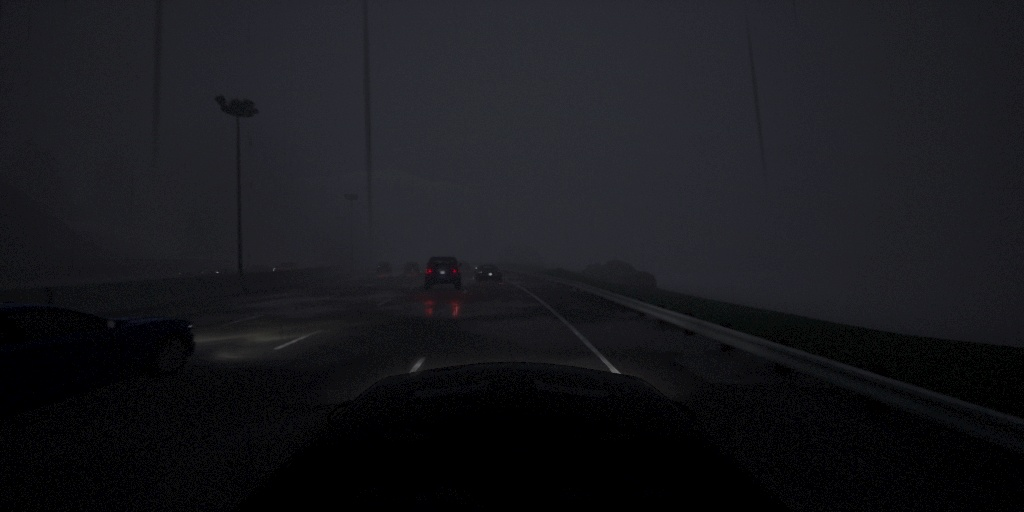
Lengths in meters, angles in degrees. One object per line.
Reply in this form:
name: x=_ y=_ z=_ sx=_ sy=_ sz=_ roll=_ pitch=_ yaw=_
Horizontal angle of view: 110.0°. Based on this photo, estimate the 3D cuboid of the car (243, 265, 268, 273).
car: x=-30.607 y=1.791 z=43.441 sx=2.033 sy=1.411 sz=5.357 roll=-1 pitch=0 yaw=-16

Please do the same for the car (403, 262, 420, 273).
car: x=-13.369 y=1.481 z=47.752 sx=1.837 sy=1.490 sz=4.892 roll=1 pitch=0 yaw=-18

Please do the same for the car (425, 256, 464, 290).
car: x=-4.462 y=1.049 z=23.508 sx=2.150 sy=2.045 sz=5.566 roll=0 pitch=0 yaw=-9

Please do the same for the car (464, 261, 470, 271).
car: x=-7.436 y=1.363 z=52.191 sx=1.882 sy=1.535 sz=5.008 roll=0 pitch=0 yaw=-19

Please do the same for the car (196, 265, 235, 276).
car: x=-33.663 y=1.817 z=41.231 sx=1.812 sy=1.442 sz=4.674 roll=-1 pitch=0 yaw=-16

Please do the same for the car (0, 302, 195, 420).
car: x=-6.820 y=1.335 z=4.616 sx=1.882 sy=1.535 sz=5.008 roll=0 pitch=0 yaw=-1

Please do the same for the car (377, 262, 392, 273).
car: x=-17.357 y=1.544 z=48.867 sx=1.837 sy=1.490 sz=4.892 roll=1 pitch=0 yaw=-19

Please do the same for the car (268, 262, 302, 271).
car: x=-26.919 y=1.538 z=43.021 sx=2.097 sy=1.767 sz=4.553 roll=-1 pitch=0 yaw=-16

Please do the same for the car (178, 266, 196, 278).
car: x=-37.996 y=1.907 z=43.547 sx=2.033 sy=1.411 sz=5.357 roll=-1 pitch=0 yaw=-17

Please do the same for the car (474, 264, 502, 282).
car: x=-2.022 y=1.356 z=29.356 sx=1.994 sy=1.385 sz=4.181 roll=-1 pitch=0 yaw=-10
